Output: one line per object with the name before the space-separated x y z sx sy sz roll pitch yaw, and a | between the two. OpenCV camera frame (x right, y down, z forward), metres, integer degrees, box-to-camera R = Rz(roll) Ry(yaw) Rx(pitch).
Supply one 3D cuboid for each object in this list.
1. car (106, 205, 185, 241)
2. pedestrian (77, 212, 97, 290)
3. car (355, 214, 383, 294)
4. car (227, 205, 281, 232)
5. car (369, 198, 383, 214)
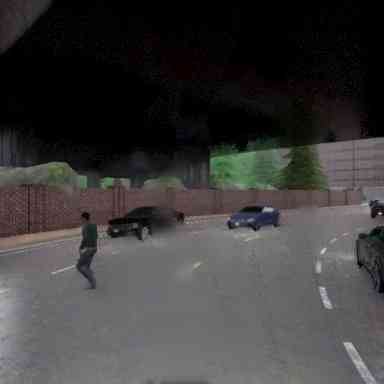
car | -2.234 1.477 17.201 1.882 1.535 5.008 0 0 29
pedestrian | -2.392 1.294 7.629 0.375 1.860 0.375 0 0 14
car | 5.368 1.526 8.348 1.812 1.442 4.674 0 0 18
car | 3.933 1.526 20.469 1.812 1.442 4.674 0 0 37
car | 17.134 1.505 28.833 4.892 1.490 1.837 0 0 -43
